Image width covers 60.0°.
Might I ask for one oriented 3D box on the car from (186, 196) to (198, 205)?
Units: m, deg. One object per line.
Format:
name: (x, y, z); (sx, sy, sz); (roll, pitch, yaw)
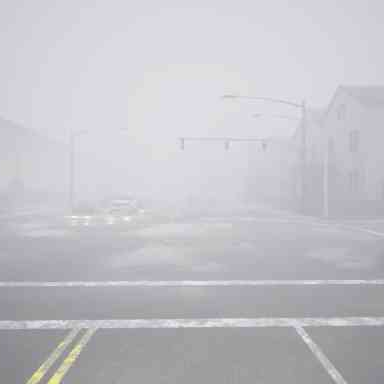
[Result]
car: (0.020, 1.492, 58.605); (2.128, 1.511, 4.902); (0, 0, 0)

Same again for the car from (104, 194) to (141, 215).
car: (-7.089, 1.221, 34.646); (2.150, 2.045, 5.566); (0, 0, 0)

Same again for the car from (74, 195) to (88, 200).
car: (-28.182, 1.295, 84.378); (1.853, 1.218, 4.536); (0, 0, -36)

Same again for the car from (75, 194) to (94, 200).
car: (-28.939, 1.453, 89.704); (2.038, 1.542, 4.974); (0, 0, 29)

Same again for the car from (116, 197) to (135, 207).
car: (-10.578, 1.547, 53.120); (2.033, 1.411, 5.357); (0, 0, 0)

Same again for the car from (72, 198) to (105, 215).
car: (-10.589, 1.564, 33.615); (1.994, 1.385, 4.181); (0, 0, 0)

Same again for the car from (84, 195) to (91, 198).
car: (-28.151, 1.453, 84.337); (2.038, 1.542, 4.974); (0, 0, -36)

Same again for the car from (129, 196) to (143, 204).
car: (-10.523, 1.526, 63.202); (1.812, 1.442, 4.674); (0, 0, 1)

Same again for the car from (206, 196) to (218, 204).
car: (3.620, 1.526, 61.196); (1.812, 1.442, 4.674); (0, 0, 0)

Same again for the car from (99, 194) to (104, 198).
car: (-10.585, 1.221, 42.875); (2.150, 2.045, 5.566); (0, 0, 0)

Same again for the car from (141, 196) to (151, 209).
car: (-7.084, 1.505, 44.199); (1.837, 1.490, 4.892); (0, 0, 0)

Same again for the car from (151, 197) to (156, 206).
car: (-7.070, 1.478, 54.587); (1.882, 1.535, 5.008); (0, 0, 0)
